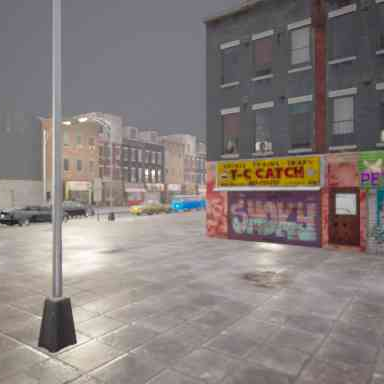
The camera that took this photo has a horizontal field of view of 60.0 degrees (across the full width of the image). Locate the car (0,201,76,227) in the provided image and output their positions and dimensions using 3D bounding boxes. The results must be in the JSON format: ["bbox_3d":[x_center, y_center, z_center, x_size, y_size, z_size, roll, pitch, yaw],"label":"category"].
[{"bbox_3d":[-10.330,1.520,22.078,1.947,1.339,4.313,0,0,35],"label":"car"}]

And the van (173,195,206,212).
[{"bbox_3d":[-0.464,1.247,35.897,1.690,1.788,3.998,0,0,35],"label":"van"}]

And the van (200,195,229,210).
[{"bbox_3d":[2.825,1.232,40.503,1.690,1.788,3.998,0,0,35],"label":"van"}]

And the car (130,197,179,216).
[{"bbox_3d":[-3.654,1.447,31.429,1.752,1.417,4.829,0,0,35],"label":"car"}]

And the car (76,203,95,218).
[{"bbox_3d":[-10.098,1.443,26.783,2.128,1.511,4.902,0,0,35],"label":"car"}]
